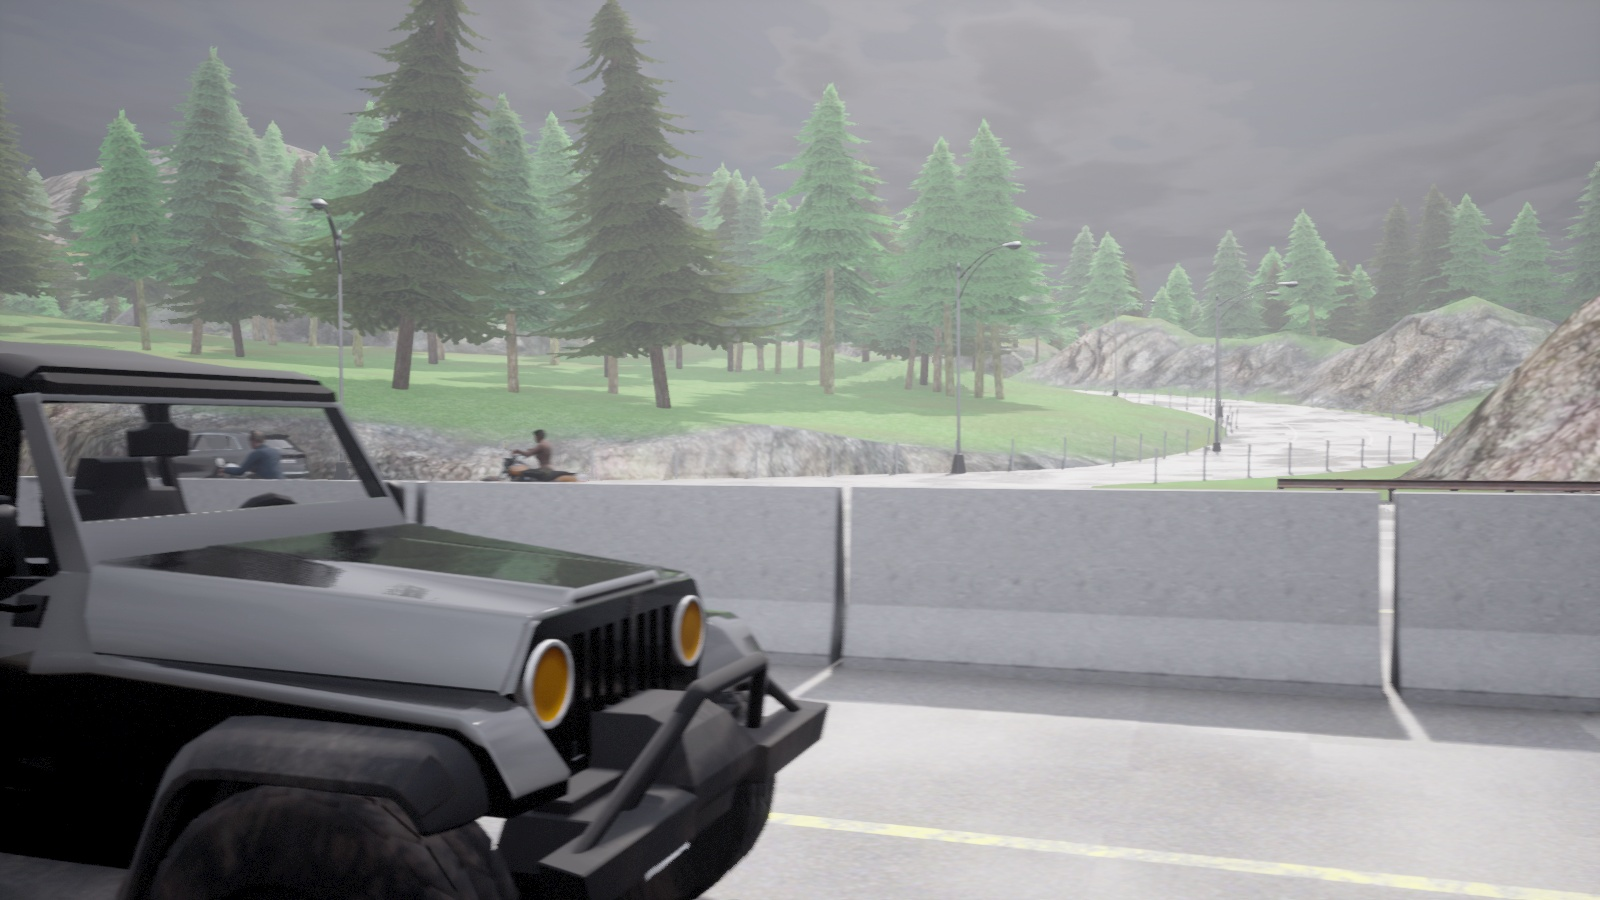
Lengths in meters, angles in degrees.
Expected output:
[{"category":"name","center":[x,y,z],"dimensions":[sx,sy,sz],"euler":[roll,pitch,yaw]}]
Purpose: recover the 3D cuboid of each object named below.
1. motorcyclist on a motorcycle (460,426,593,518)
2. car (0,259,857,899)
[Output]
[{"category":"motorcyclist on a motorcycle","center":[-5.091,0.384,23.367],"dimensions":[2.350,1.649,0.766],"euler":[0,1,19]},{"category":"car","center":[-1.955,0.553,3.848],"dimensions":[3.866,1.878,1.905],"euler":[1,1,19]}]
